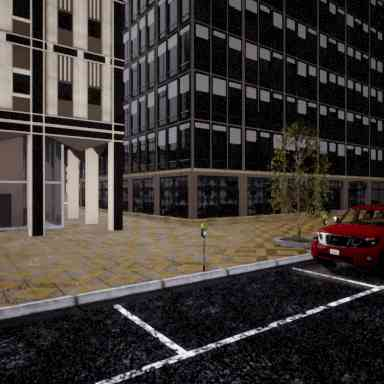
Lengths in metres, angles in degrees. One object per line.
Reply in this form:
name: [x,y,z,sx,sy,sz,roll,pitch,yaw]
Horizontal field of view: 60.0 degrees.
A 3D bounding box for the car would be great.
car: [5.917,1.314,10.516,5.009,1.841,2.192,0,0,-36]
